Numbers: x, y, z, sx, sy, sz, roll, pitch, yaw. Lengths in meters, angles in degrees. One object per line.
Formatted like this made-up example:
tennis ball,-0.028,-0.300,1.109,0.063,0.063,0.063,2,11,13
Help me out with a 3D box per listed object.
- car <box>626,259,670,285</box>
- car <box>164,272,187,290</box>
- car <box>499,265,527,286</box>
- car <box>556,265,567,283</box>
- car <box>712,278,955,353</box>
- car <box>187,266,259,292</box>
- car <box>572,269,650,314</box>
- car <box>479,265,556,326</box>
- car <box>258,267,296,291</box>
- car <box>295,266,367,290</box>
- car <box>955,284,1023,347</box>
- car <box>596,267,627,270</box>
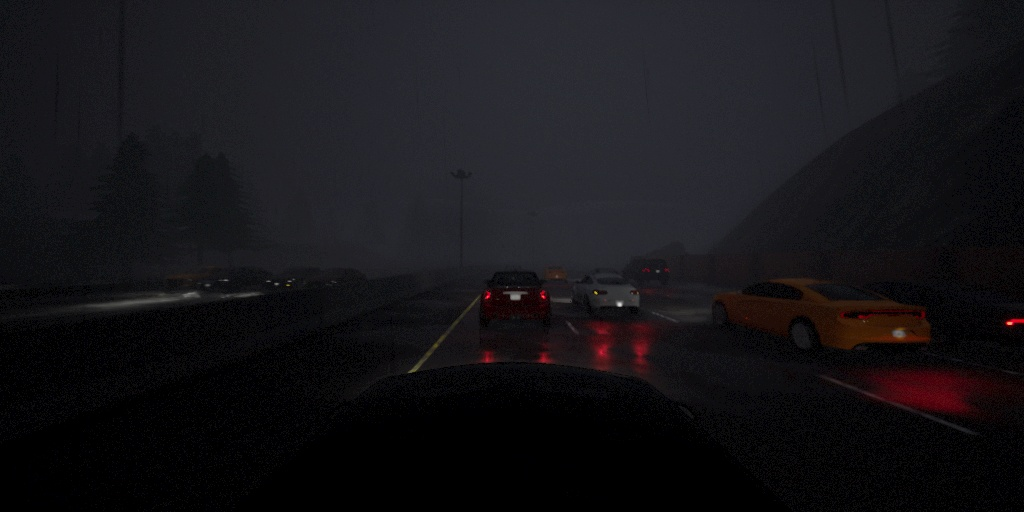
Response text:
car,10.599,1.228,28.764,2.150,2.045,5.566,0,-1,0
car,-21.086,1.449,24.787,1.882,1.535,5.008,0,-1,0
car,0.099,1.507,29.562,2.128,1.511,4.902,0,-1,0
car,3.601,1.508,31.164,1.882,1.535,5.008,0,-1,0
car,7.100,1.297,9.056,1.882,1.535,5.008,0,-1,0
car,-17.590,1.447,23.205,2.128,1.511,4.902,0,-1,0
car,3.599,1.395,14.293,1.812,1.442,4.674,0,-1,0
car,0.099,1.202,12.241,2.097,1.767,4.553,0,-1,0
car,-14.089,1.467,23.892,1.837,1.490,4.892,0,-1,0
car,-10.596,1.420,21.827,1.882,1.535,5.008,0,-1,0
car,10.600,1.371,9.552,2.033,1.411,5.357,0,-1,0
car,7.099,1.601,28.066,1.895,1.301,4.718,0,-1,0
